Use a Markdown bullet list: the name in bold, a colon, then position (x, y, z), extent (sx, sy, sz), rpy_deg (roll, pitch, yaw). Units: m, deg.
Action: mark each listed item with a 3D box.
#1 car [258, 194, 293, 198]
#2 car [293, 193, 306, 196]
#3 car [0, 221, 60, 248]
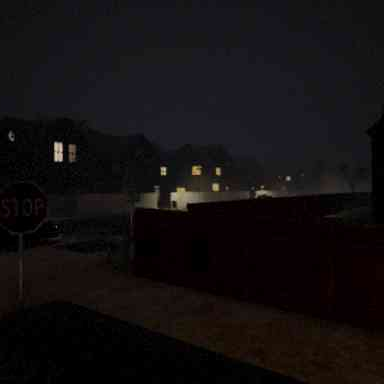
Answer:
- **car**: position (7.232, 0.976, 30.900), extent (2.033, 1.411, 5.357), rpy_deg (0, 0, 35)
- **car**: position (14.770, 0.826, 46.234), extent (2.033, 1.411, 5.357), rpy_deg (0, 0, 35)
- **car**: position (-7.112, 1.277, 10.736), extent (2.033, 1.411, 5.357), rpy_deg (0, 1, 35)
